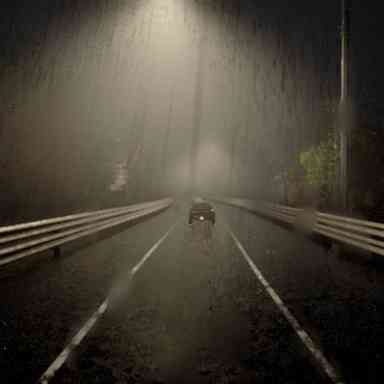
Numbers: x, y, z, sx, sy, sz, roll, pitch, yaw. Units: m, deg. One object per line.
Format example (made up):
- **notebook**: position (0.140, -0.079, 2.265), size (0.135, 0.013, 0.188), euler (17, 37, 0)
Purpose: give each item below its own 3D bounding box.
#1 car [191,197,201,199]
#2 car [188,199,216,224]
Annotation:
- **car**: position (0.785, 1.541, 58.297), size (1.812, 1.442, 4.674), euler (1, 0, -3)
- **car**: position (0.769, 1.528, 25.368), size (1.837, 1.490, 4.892), euler (0, 0, 2)
